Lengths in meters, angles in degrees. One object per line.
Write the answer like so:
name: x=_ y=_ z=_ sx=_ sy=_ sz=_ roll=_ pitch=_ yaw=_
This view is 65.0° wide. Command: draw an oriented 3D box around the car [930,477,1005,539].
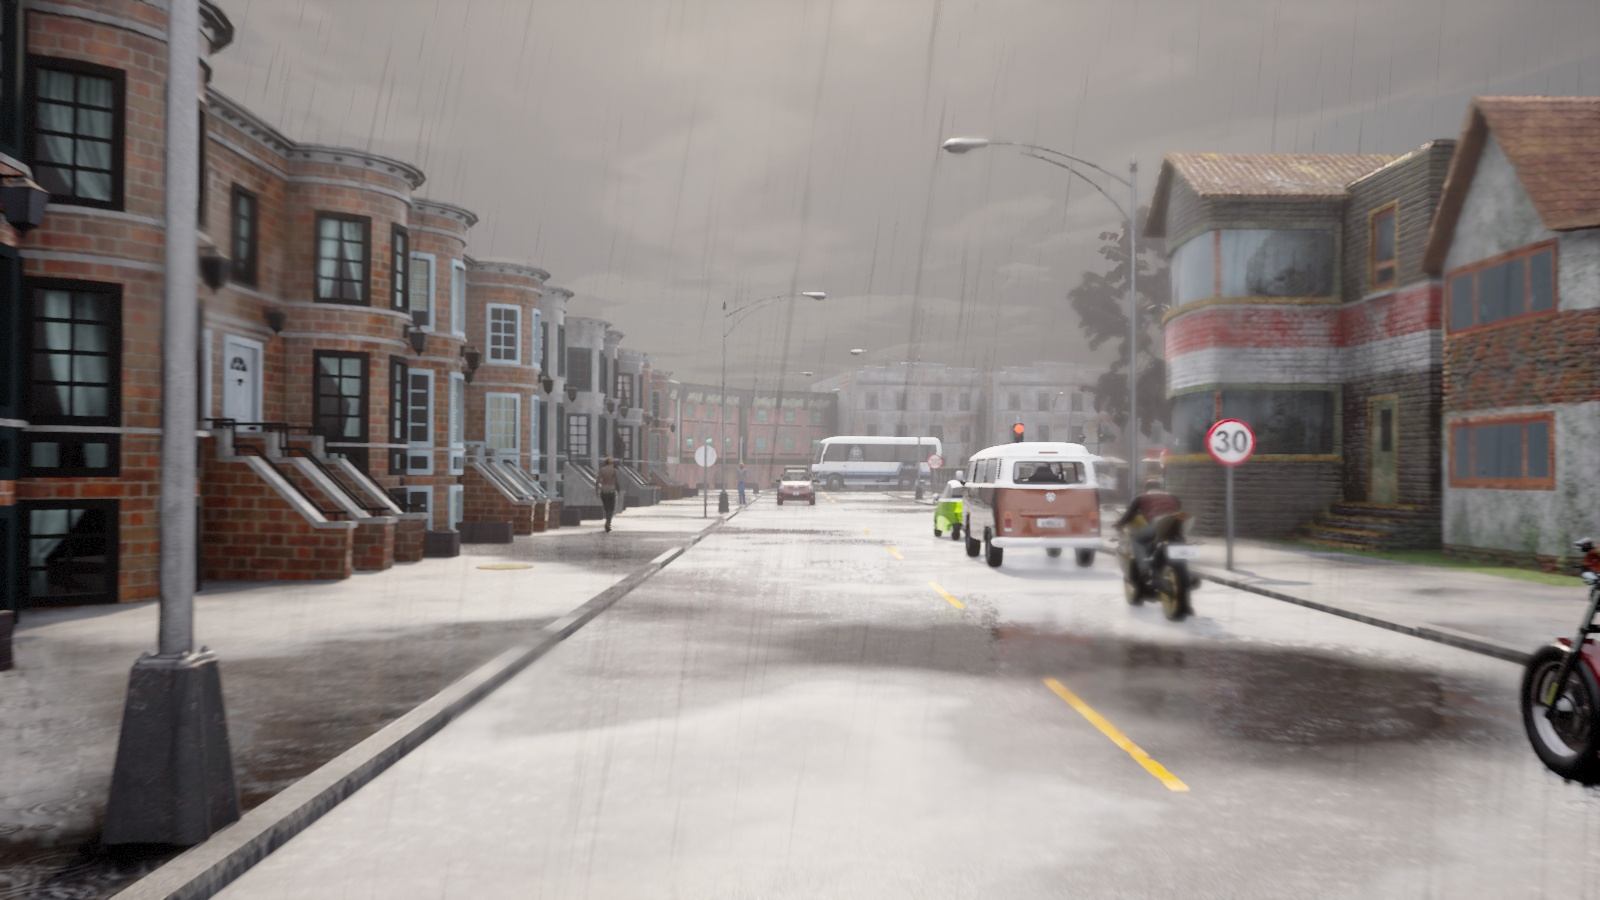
car: x=3.925 y=1.350 z=29.650 sx=1.481 sy=1.376 sz=2.207 roll=0 pitch=-1 yaw=0

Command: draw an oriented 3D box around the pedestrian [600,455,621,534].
pedestrian: x=-4.495 y=1.040 z=29.769 sx=0.331 sy=1.846 sz=0.634 roll=0 pitch=-1 yaw=7

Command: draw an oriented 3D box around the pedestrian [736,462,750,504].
pedestrian: x=-2.535 y=1.464 z=55.579 sx=0.354 sy=1.836 sz=0.706 roll=-1 pitch=-1 yaw=20

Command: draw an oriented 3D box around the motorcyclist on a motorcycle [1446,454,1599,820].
motorcyclist on a motorcycle: x=3.985 y=0.846 z=5.805 sx=0.766 sy=1.649 sz=2.350 roll=0 pitch=-1 yaw=0

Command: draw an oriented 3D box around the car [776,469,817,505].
car: x=-0.157 y=1.683 z=57.979 sx=1.851 sy=1.617 sz=3.988 roll=0 pitch=-1 yaw=0

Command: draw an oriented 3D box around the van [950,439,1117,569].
van: x=3.945 y=0.891 z=22.049 sx=2.069 sy=2.038 sz=4.480 roll=0 pitch=-1 yaw=0

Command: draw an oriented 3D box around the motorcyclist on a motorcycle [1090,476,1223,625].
motorcyclist on a motorcycle: x=3.965 y=1.071 z=14.173 sx=0.866 sy=1.530 sz=2.191 roll=0 pitch=-1 yaw=0
